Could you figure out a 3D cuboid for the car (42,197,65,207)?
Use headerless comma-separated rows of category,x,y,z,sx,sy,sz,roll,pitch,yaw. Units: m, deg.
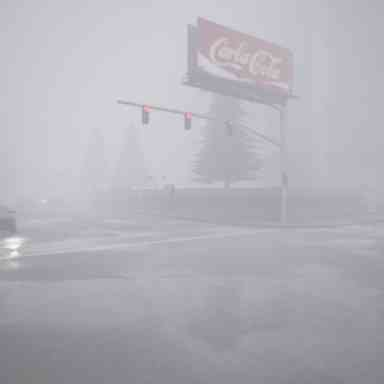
car,-20.454,1.479,49.933,2.128,1.511,4.902,0,0,-36

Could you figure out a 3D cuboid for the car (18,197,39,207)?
car,-25.178,1.469,50.500,1.882,1.535,5.008,0,0,-36

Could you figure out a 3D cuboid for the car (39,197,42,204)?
car,-25.939,1.513,57.387,1.812,1.442,4.674,0,0,-36

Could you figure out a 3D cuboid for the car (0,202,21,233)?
car,-11.443,1.477,19.147,1.882,1.535,5.008,0,0,-36
